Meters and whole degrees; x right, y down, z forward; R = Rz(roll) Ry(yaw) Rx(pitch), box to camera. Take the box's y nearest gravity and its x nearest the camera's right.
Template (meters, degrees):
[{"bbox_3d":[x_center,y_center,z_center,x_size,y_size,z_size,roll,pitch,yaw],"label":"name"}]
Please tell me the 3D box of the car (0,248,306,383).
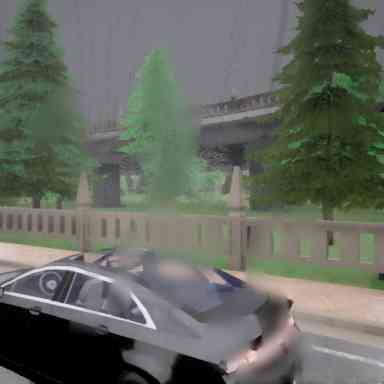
[{"bbox_3d":[-1.148,1.490,4.221,4.902,1.511,2.128,0,0,33],"label":"car"}]
